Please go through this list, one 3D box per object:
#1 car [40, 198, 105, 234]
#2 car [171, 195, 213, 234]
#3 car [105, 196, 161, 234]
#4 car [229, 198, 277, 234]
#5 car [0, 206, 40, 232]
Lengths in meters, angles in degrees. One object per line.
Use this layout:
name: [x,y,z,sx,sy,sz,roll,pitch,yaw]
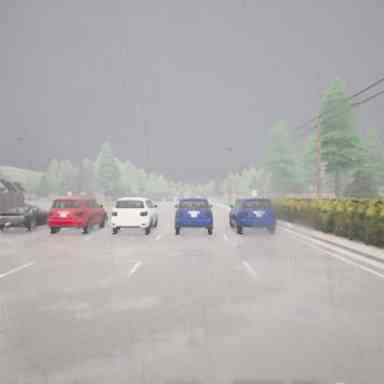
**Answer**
car: [-6.894,1.369,20.532,2.150,2.045,5.566,0,0,0]
car: [0.107,1.369,20.526,2.150,2.045,5.566,0,0,0]
car: [-3.394,1.369,20.469,2.150,2.045,5.566,0,0,0]
car: [3.607,1.369,20.475,2.150,2.045,5.566,0,0,0]
car: [-10.393,1.645,21.300,2.128,1.511,4.902,0,0,0]
